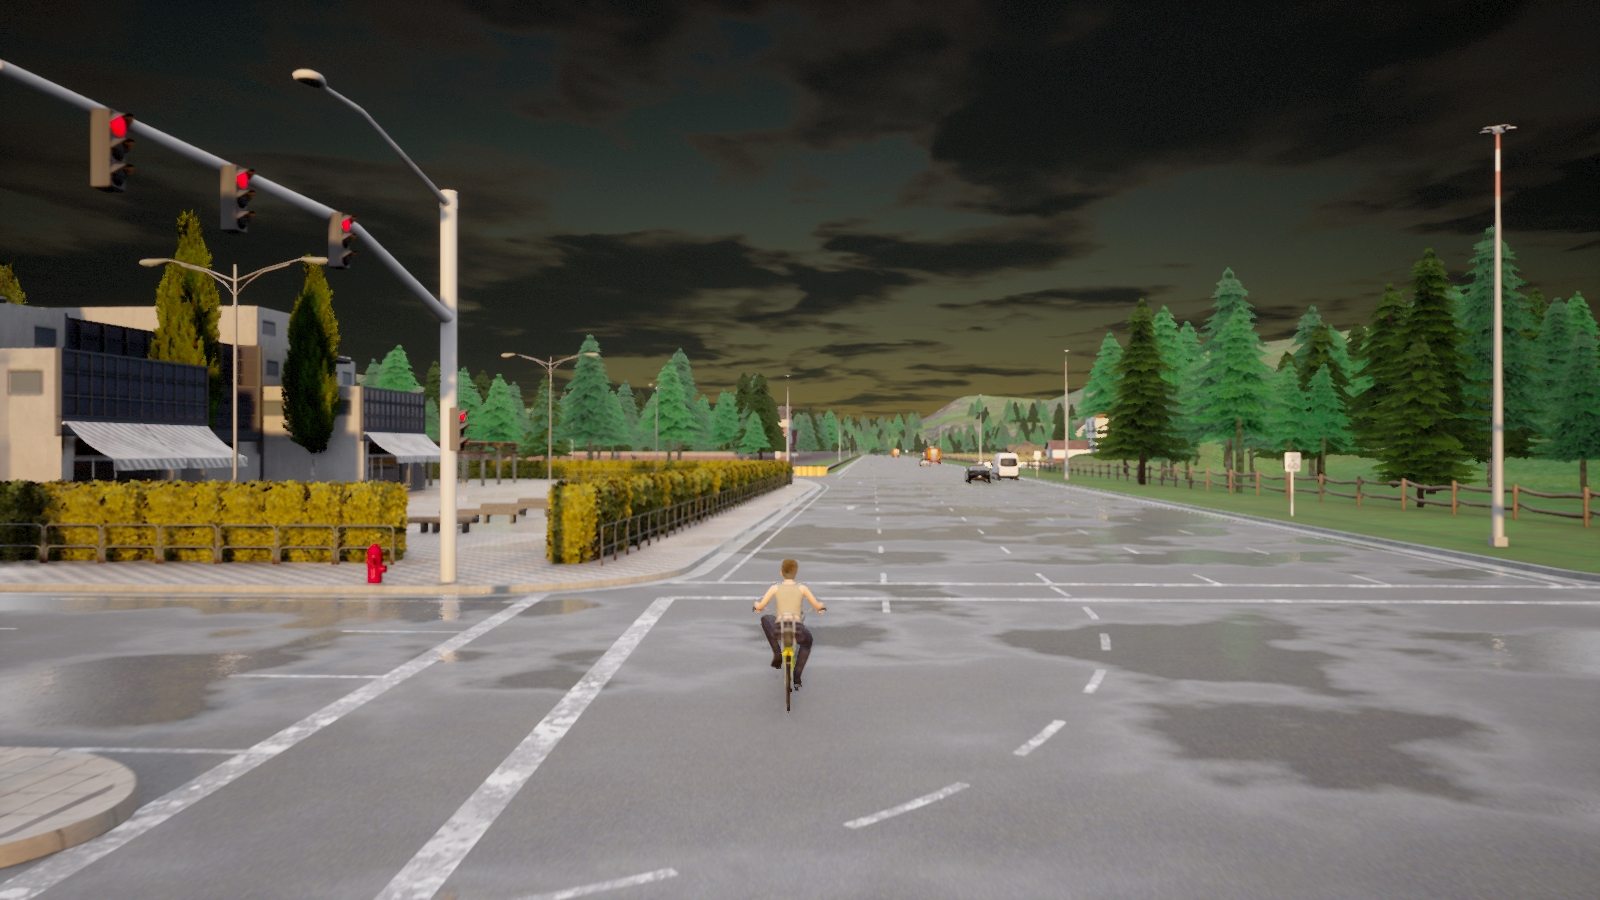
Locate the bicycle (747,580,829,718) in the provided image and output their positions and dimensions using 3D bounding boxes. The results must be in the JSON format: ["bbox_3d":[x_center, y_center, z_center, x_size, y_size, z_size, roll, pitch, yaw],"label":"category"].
[{"bbox_3d":[-0.123,2.164,12.714,0.859,1.276,1.487,0,0,0],"label":"bicycle"}]
